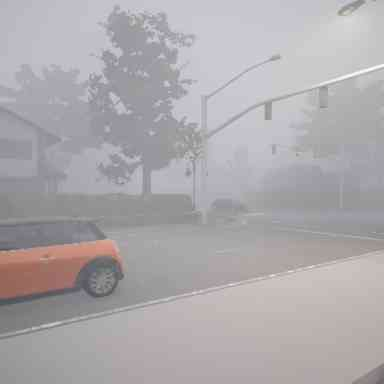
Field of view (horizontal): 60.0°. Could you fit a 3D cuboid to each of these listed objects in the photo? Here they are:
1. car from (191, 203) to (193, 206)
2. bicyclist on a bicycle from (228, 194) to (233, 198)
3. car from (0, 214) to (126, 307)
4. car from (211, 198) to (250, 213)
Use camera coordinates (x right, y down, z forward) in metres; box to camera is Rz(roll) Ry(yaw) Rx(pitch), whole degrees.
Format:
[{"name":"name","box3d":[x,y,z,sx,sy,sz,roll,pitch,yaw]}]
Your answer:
[{"name":"car","box3d":[-1.851,1.241,43.762,2.097,1.767,4.553,0,0,-36]},{"name":"bicyclist on a bicycle","box3d":[5.832,1.175,51.011,1.656,1.620,0.582,0,0,-36]},{"name":"car","box3d":[-3.779,1.335,6.824,4.553,1.767,2.097,0,0,-36]},{"name":"car","box3d":[4.055,1.415,35.722,1.837,1.490,4.892,0,0,-36]}]
